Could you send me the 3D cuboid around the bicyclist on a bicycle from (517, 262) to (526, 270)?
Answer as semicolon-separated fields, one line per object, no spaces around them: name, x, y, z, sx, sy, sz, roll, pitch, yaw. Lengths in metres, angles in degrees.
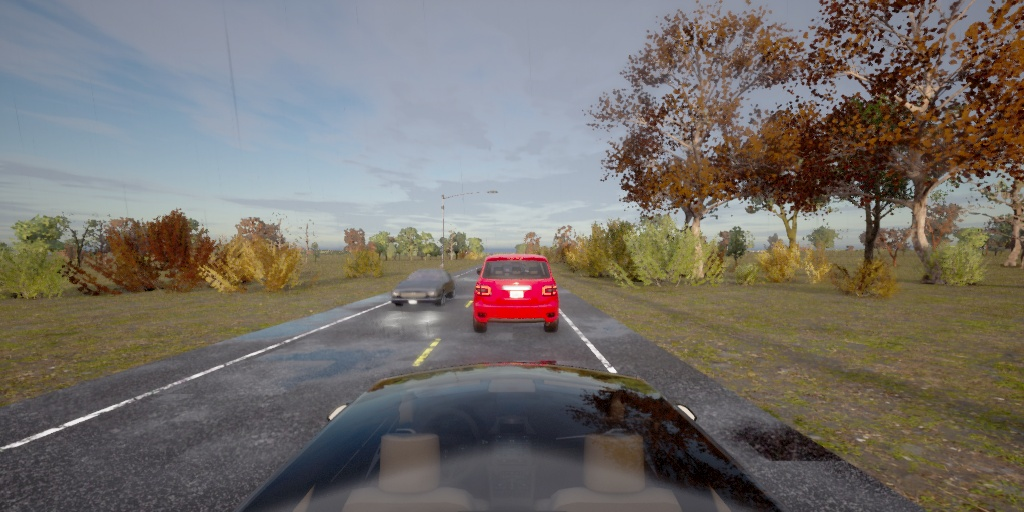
bicyclist on a bicycle;0.873;1.110;30.063;0.659;1.776;1.843;0;0;0

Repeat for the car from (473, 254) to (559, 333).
car;0.083;0.968;10.884;2.150;2.045;5.566;0;0;-1

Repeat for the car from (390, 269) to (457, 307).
car;-3.621;1.292;15.698;2.033;1.411;5.357;0;0;0
